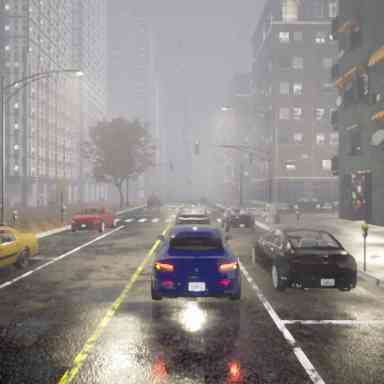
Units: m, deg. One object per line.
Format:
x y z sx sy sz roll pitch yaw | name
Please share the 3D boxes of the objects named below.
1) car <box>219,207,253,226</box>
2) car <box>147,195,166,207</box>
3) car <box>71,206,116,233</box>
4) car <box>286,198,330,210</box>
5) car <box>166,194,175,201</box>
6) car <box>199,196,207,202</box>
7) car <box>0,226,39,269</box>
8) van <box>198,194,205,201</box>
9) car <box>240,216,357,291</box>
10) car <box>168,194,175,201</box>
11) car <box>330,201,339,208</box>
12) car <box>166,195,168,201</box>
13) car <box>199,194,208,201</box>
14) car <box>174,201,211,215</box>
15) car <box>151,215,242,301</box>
2.654 1.553 19.818 2.008 1.369 4.403 0 0 0 | car
-5.791 1.344 52.190 2.192 1.841 5.009 0 0 0 | car
-5.726 1.547 19.802 1.887 1.381 4.507 0 0 0 | car
13.352 1.356 39.245 4.403 1.369 2.008 -1 1 -1 | car
-5.867 1.401 90.850 2.192 1.841 5.009 0 0 0 | car
2.535 1.591 79.990 1.752 1.417 4.829 0 0 0 | car
-5.704 1.525 8.566 1.752 1.417 4.829 0 0 0 | car
2.524 1.417 85.344 1.690 1.788 3.998 0 0 0 | van
2.676 1.551 8.752 2.008 1.369 4.403 0 0 0 | car
-5.856 1.642 85.328 1.947 1.339 4.313 0 0 0 | car
18.749 1.255 39.310 4.829 1.417 1.752 -1 1 -1 | car
-5.802 1.602 57.713 1.947 1.339 4.313 0 0 0 | car
2.547 1.623 74.297 1.947 1.339 4.313 0 0 0 | car
0.045 1.494 18.334 2.128 1.511 4.902 0 0 0 | car
0.078 1.526 8.231 1.812 1.442 4.674 0 0 0 | car
